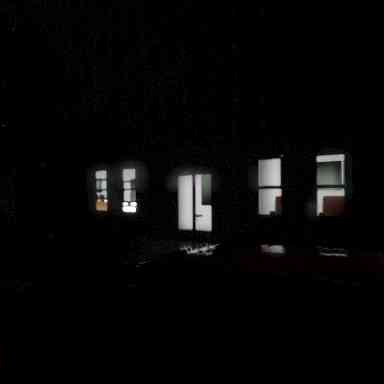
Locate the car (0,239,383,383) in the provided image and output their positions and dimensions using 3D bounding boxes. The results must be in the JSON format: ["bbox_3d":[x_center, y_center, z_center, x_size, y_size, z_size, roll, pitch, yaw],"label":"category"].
[{"bbox_3d":[0.317,1.325,2.498,5.009,1.841,2.192,-1,0,35],"label":"car"}]
